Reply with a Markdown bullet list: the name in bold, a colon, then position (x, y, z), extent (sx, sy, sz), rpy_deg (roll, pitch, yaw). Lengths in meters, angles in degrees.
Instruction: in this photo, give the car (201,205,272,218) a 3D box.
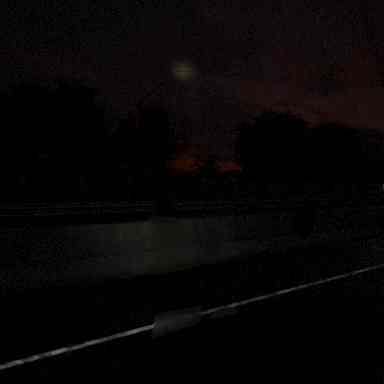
- **car**: position (2.531, 1.503, 18.628), extent (4.892, 1.490, 1.837), rpy_deg (0, 0, -35)
